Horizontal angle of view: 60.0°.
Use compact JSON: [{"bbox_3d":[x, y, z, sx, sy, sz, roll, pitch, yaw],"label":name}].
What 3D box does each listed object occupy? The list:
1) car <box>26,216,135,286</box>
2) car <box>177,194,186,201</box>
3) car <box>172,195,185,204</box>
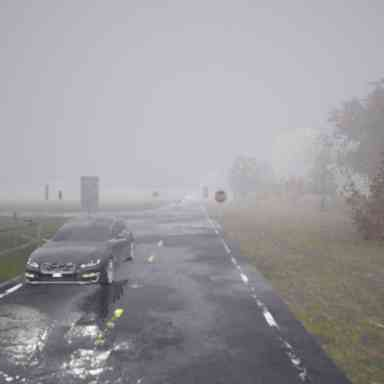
[{"bbox_3d":[-2.838,1.497,9.441,1.837,1.490,4.892,0,0,0],"label":"car"},{"bbox_3d":[-2.761,1.405,85.875,2.128,1.511,4.902,0,0,0],"label":"car"},{"bbox_3d":[-2.758,1.469,63.024,1.812,1.442,4.674,0,1,0],"label":"car"}]
